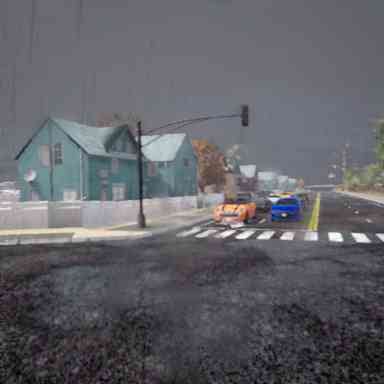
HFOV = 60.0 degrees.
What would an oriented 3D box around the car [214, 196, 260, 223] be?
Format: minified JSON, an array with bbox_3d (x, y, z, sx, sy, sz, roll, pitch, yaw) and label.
[{"bbox_3d":[3.072,1.108,22.917,2.097,1.767,4.553,-1,0,21],"label":"car"}]

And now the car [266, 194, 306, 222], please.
[{"bbox_3d":[6.708,1.145,23.305,1.882,1.535,5.008,-1,0,21],"label":"car"}]

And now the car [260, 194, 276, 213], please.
[{"bbox_3d":[6.486,1.161,31.756,2.033,1.411,5.357,-1,0,21],"label":"car"}]

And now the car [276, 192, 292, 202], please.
[{"bbox_3d":[14.729,0.758,52.998,1.882,1.535,5.008,-1,0,22],"label":"car"}]

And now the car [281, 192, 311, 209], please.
[{"bbox_3d":[10.096,1.018,32.080,2.128,1.511,4.902,-1,0,21],"label":"car"}]

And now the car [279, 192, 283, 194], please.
[{"bbox_3d":[10.156,0.989,41.254,1.812,1.442,4.674,-1,0,21],"label":"car"}]

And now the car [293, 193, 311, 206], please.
[{"bbox_3d":[13.658,0.885,41.303,1.837,1.490,4.892,-1,0,21],"label":"car"}]
